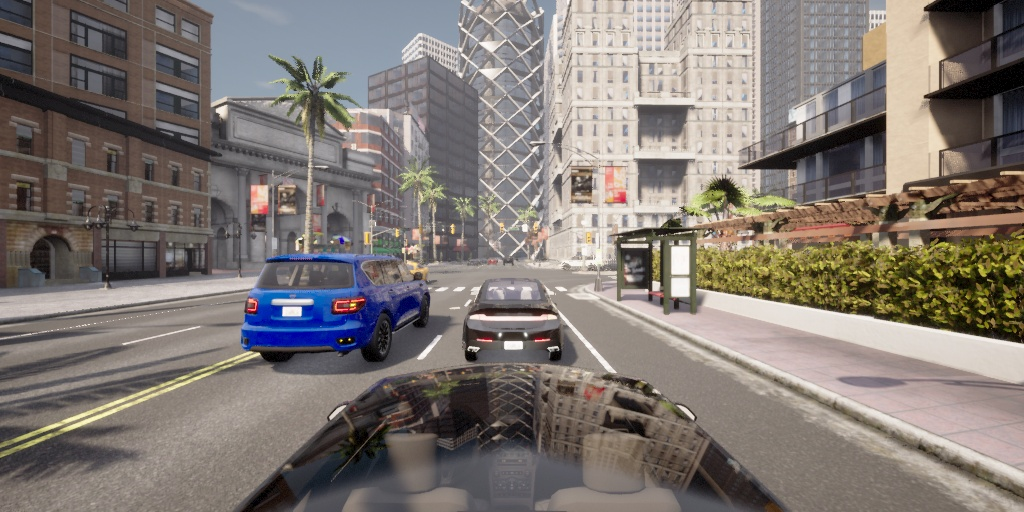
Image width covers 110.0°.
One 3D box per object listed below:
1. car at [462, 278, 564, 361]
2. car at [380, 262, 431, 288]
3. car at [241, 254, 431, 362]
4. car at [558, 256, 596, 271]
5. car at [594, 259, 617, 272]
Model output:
[{"bbox_3d":[0.015,1.242,8.266,2.128,1.511,4.902,0,0,0],"label":"car"},{"bbox_3d":[-7.219,1.227,24.848,1.882,1.535,5.008,0,0,2],"label":"car"},{"bbox_3d":[-3.487,0.971,8.353,2.150,2.045,5.566,0,0,0],"label":"car"},{"bbox_3d":[9.043,0.973,48.422,5.566,2.045,2.150,0,0,3],"label":"car"},{"bbox_3d":[12.822,1.314,44.700,4.181,1.385,1.994,0,0,-1],"label":"car"}]
